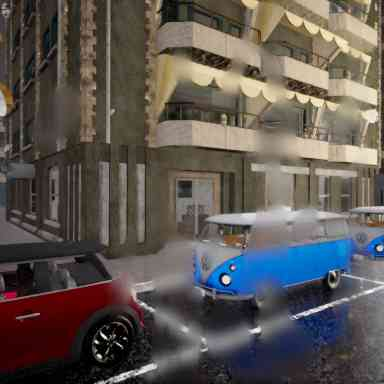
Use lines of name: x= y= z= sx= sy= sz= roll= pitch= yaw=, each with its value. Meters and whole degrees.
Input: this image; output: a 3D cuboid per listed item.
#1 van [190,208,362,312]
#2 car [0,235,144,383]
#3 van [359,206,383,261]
van: x=1.860 y=1.343 z=7.435 sx=3.998 sy=1.788 sz=1.690 roll=0 pitch=0 yaw=-36
car: x=-2.765 y=1.440 z=4.121 sx=4.097 sy=1.590 sz=1.967 roll=0 pitch=0 yaw=-36
van: x=6.485 y=1.346 z=10.750 sx=3.998 sy=1.788 sz=1.690 roll=0 pitch=0 yaw=-36
